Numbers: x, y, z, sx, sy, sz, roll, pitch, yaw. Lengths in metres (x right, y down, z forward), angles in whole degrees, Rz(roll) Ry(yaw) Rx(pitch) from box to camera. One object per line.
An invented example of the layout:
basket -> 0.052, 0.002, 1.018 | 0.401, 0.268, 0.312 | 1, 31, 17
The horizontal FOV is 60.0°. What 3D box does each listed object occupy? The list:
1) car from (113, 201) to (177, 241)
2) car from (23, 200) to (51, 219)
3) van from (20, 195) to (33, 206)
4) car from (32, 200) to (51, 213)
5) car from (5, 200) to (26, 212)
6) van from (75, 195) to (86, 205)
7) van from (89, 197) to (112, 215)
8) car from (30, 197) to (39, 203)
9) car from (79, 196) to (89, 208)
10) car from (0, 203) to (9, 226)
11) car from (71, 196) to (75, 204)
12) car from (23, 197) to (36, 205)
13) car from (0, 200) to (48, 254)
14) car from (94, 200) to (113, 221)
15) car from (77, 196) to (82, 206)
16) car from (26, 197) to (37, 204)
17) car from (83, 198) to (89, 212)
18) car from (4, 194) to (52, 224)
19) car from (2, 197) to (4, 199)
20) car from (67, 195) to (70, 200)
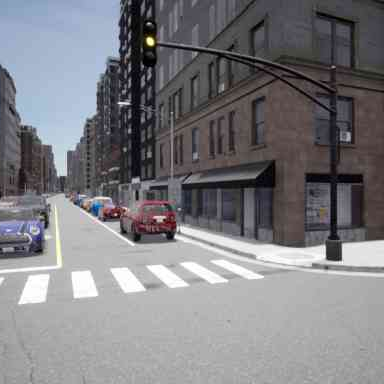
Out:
car -> -2.334, 1.356, 16.940 | 2.192, 1.841, 5.009 | 0, 0, -22
car -> -14.511, 1.553, 31.412 | 2.128, 1.511, 4.902 | 0, 0, -22
van -> -27.513, 1.427, 55.512 | 1.690, 1.788, 3.998 | 0, 0, -22
car -> -17.834, 1.672, 39.580 | 1.895, 1.301, 4.718 | 0, 0, -22
car -> -21.030, 1.654, 39.834 | 1.802, 1.307, 4.206 | 0, 0, -22
van -> -17.467, 1.423, 53.529 | 1.690, 1.788, 3.998 | 0, 0, -22
van -> -8.820, 1.402, 32.621 | 1.690, 1.788, 3.998 | 0, 0, -22
car -> -36.159, 1.712, 76.409 | 1.802, 1.307, 4.206 | 0, 0, -22
car -> -13.209, 1.598, 43.232 | 1.752, 1.417, 4.829 | 0, 0, -22
car -> -14.481, 1.579, 24.000 | 1.752, 1.417, 4.829 | 0, 0, -22
car -> -19.629, 1.401, 58.757 | 2.192, 1.841, 5.009 | 0, 0, -22
car -> -29.675, 1.635, 60.737 | 1.887, 1.381, 4.507 | 0, 0, -22
car -> -7.129, 1.391, 13.446 | 2.097, 1.767, 4.553 | 0, 0, -22
car -> -6.658, 1.599, 27.393 | 1.887, 1.381, 4.507 | 0, 0, -22
car -> -15.306, 1.659, 48.303 | 1.802, 1.307, 4.206 | 0, 0, -22
car -> -31.837, 1.679, 65.962 | 1.802, 1.307, 4.206 | 0, 0, -22
car -> -10.982, 1.649, 37.847 | 1.802, 1.307, 4.206 | 0, 0, -22
car -> -10.785, 1.272, 22.269 | 2.150, 2.045, 5.566 | 0, 0, -22
car -> -18.868, 1.381, 34.609 | 2.192, 1.841, 5.009 | 0, 0, -22
car -> -28.278, 1.571, 79.660 | 1.967, 1.590, 4.097 | 0, 0, -22
